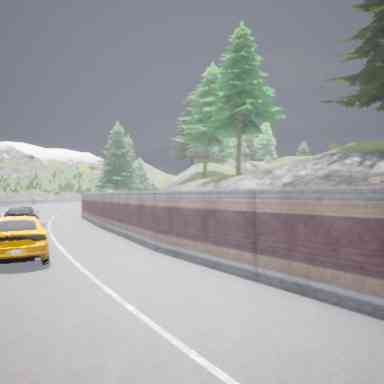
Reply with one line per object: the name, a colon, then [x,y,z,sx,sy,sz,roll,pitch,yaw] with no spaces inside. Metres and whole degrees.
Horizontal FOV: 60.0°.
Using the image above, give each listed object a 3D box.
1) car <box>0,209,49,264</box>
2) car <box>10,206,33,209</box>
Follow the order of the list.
car: [-6.270,1.598,11.856,1.882,1.535,5.008,0,0,-28]
car: [-11.851,1.740,23.193,1.837,1.490,4.892,0,0,-23]
